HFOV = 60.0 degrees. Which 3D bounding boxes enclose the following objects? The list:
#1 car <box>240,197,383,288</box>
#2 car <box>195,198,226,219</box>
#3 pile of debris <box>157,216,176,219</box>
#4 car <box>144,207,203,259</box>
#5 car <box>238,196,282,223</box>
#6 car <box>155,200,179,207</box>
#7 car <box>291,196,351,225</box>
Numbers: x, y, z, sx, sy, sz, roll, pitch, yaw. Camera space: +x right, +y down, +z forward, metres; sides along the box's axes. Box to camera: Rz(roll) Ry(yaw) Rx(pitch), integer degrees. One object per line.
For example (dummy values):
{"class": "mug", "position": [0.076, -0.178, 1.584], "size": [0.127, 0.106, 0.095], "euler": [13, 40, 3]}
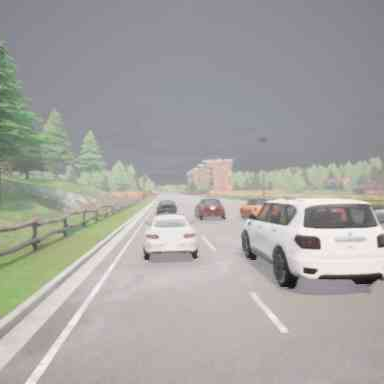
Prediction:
{"class": "car", "position": [2.960, 1.171, 9.284], "size": [2.150, 2.045, 5.566], "euler": [-1, 0, -4]}
{"class": "car", "position": [1.441, 1.311, 27.993], "size": [2.097, 1.767, 4.553], "euler": [-1, 0, -5]}
{"class": "pile of debris", "position": [-2.194, 2.189, 28.451], "size": [1.500, 0.140, 1.860], "euler": [-1, 0, -5]}
{"class": "car", "position": [-0.815, 1.529, 12.584], "size": [1.812, 1.442, 4.674], "euler": [-1, 0, -4]}
{"class": "car", "position": [5.136, 1.258, 25.761], "size": [2.097, 1.767, 4.553], "euler": [-1, 0, -5]}
{"class": "car", "position": [-2.283, 1.517, 30.519], "size": [1.837, 1.490, 4.892], "euler": [-1, 0, -5]}
{"class": "car", "position": [8.850, 1.204, 23.342], "size": [2.097, 1.767, 4.553], "euler": [-1, 0, -5]}
